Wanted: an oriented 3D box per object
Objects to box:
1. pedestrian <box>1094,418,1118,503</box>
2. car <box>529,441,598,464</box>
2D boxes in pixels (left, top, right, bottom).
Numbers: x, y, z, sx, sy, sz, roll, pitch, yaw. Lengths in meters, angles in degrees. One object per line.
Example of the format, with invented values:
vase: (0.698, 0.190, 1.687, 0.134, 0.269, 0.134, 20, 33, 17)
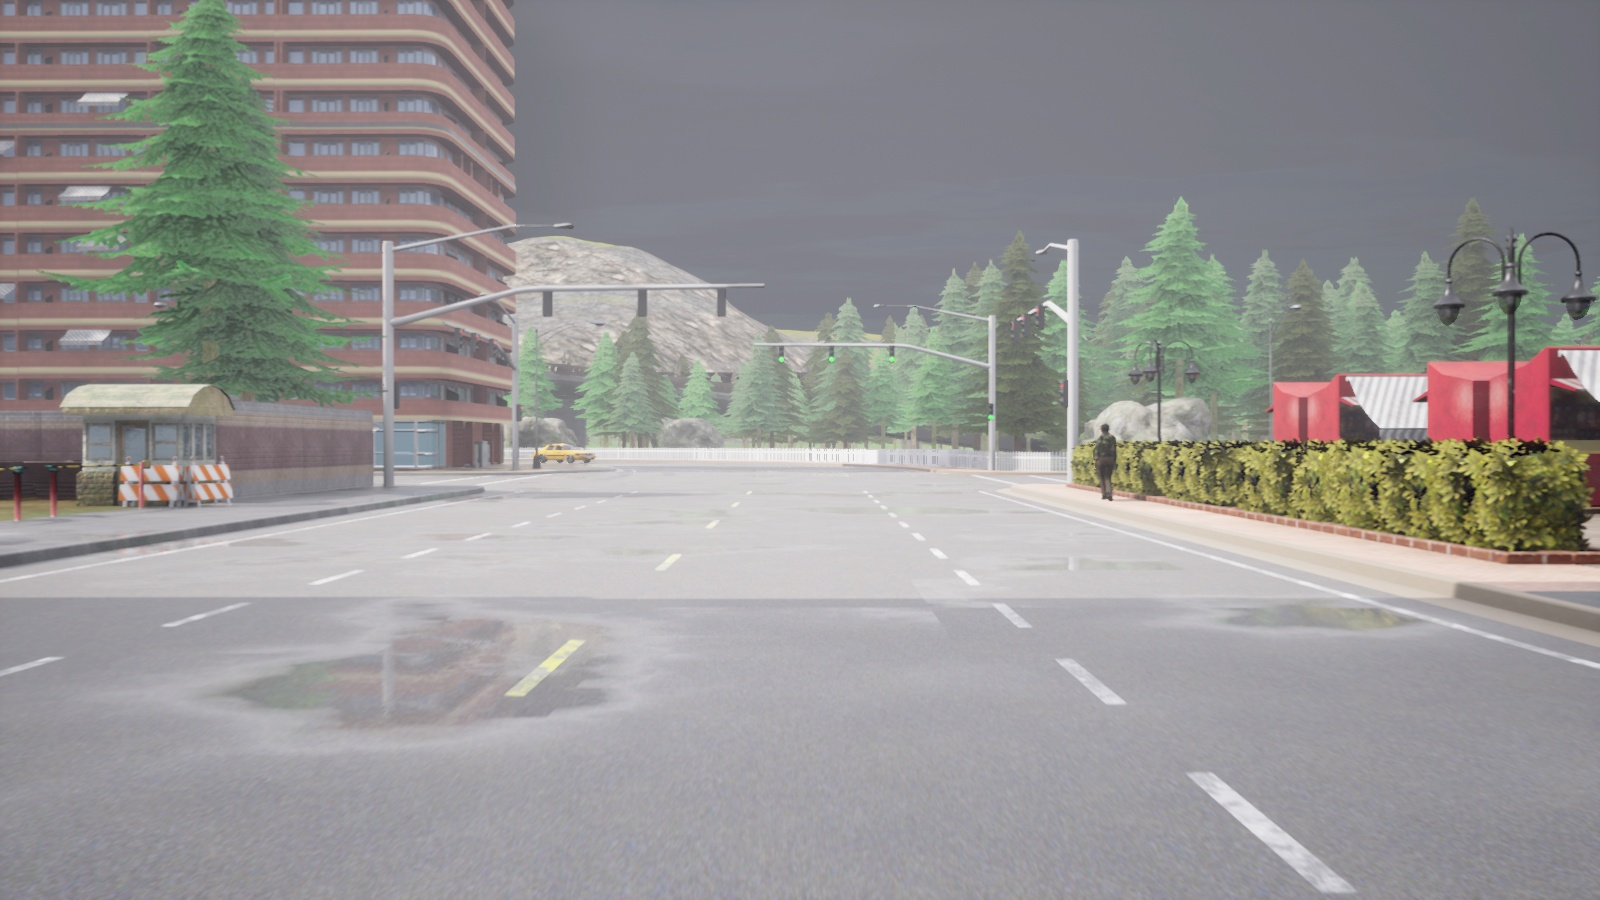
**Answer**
pedestrian: (7.019, 0.244, 28.825, 0.395, 1.930, 0.692, 0, 0, 2)
car: (-17.240, 0.157, 91.392, 5.366, 1.575, 1.801, 0, 0, 38)
